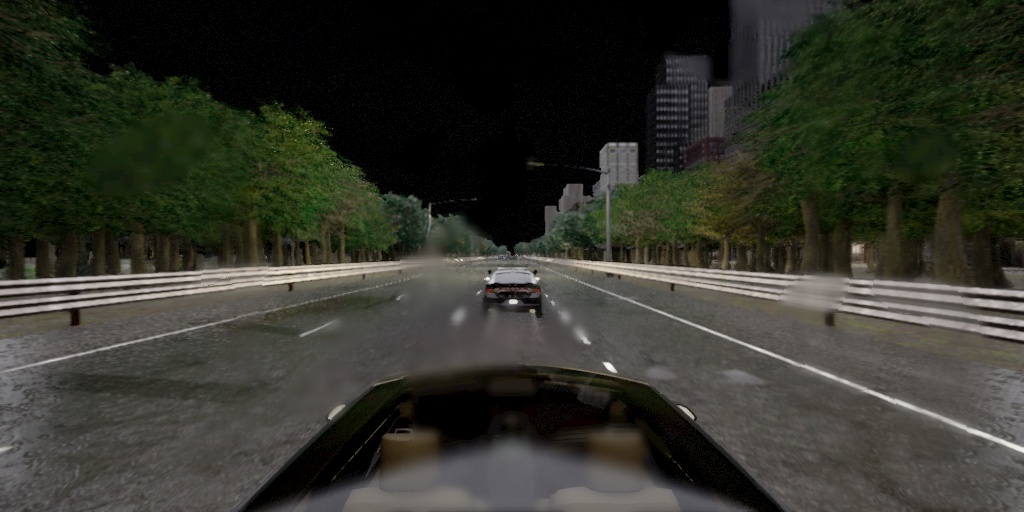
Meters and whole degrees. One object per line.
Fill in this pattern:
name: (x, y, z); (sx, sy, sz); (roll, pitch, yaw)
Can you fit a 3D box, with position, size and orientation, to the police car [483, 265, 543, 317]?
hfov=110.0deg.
police car: (0.027, 1.153, 13.241); (1.930, 1.638, 5.238); (0, 0, 0)
